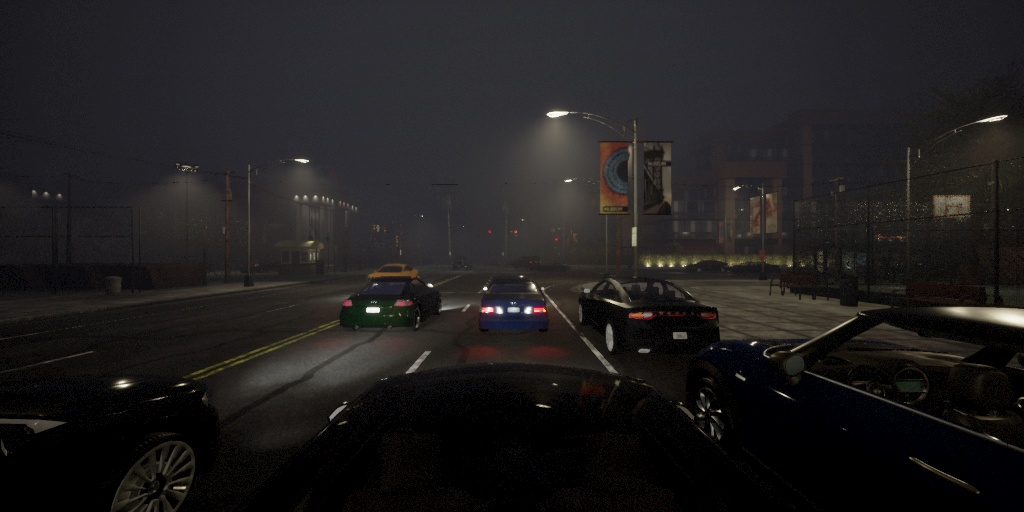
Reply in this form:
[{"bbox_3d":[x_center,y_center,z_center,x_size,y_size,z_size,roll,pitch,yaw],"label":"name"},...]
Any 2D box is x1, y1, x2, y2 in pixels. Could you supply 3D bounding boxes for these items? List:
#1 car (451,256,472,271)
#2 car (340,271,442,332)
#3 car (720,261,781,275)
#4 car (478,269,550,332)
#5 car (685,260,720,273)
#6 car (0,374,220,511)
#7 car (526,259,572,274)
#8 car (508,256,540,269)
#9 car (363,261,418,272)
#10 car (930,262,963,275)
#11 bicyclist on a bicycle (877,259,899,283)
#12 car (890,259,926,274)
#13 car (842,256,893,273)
[{"bbox_3d":[-7.017,0.971,50.519,2.150,2.045,5.566,0,0,1],"label":"car"},{"bbox_3d":[-3.444,1.314,10.930,1.994,1.385,4.181,0,0,0],"label":"car"},{"bbox_3d":[26.482,1.297,39.463,5.357,1.411,2.033,0,0,-1],"label":"car"},{"bbox_3d":[0.055,1.297,10.827,2.033,1.411,5.357,0,0,0],"label":"car"},{"bbox_3d":[23.377,1.254,42.934,4.892,1.490,1.837,0,0,-1],"label":"car"},{"bbox_3d":[-3.400,1.242,1.057,2.128,1.511,4.902,0,0,0],"label":"car"},{"bbox_3d":[4.433,1.351,41.835,4.718,1.301,1.895,0,0,29],"label":"car"},{"bbox_3d":[2.034,0.971,50.070,2.150,2.045,5.566,-1,0,-26],"label":"car"},{"bbox_3d":[-7.113,1.227,21.793,1.882,1.535,5.008,0,0,0],"label":"car"},{"bbox_3d":[45.154,1.314,36.046,4.181,1.385,1.994,0,0,-1],"label":"car"},{"bbox_3d":[26.060,1.051,24.979,0.582,1.620,1.656,0,0,-1],"label":"bicyclist on a bicycle"},{"bbox_3d":[45.120,1.336,39.546,4.181,1.385,1.994,0,0,-1],"label":"car"},{"bbox_3d":[42.790,0.976,43.043,5.566,2.045,2.150,0,0,0],"label":"car"}]
